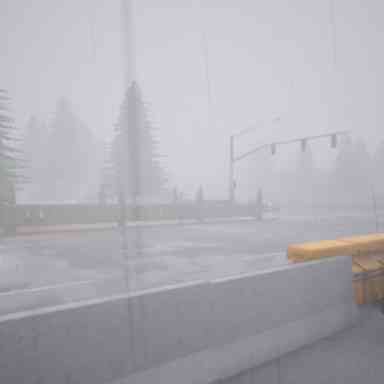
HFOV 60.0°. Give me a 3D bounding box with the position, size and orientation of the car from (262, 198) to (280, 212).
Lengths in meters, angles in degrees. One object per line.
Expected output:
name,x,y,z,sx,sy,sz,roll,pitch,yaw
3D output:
car,9.110,1.600,42.932,2.097,1.767,4.553,1,0,-35

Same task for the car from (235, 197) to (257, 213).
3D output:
car,5.757,1.699,41.599,1.882,1.535,5.008,1,0,-35
